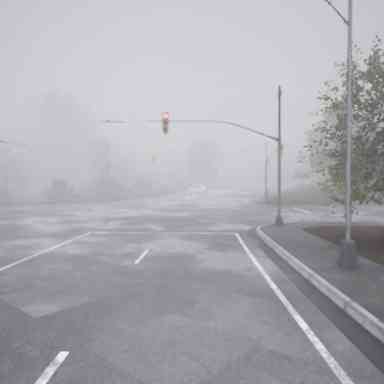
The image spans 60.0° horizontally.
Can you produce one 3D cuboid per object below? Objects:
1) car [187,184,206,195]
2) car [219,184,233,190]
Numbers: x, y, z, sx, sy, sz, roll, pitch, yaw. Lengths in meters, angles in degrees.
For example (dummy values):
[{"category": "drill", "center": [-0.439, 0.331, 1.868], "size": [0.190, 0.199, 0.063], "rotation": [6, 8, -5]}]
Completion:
[{"category": "car", "center": [0.961, -0.542, 66.014], "size": [2.150, 2.045, 5.566], "rotation": [0, 4, 23]}, {"category": "car", "center": [8.210, -1.305, 79.848], "size": [1.895, 1.301, 4.718], "rotation": [1, 5, 30]}]
